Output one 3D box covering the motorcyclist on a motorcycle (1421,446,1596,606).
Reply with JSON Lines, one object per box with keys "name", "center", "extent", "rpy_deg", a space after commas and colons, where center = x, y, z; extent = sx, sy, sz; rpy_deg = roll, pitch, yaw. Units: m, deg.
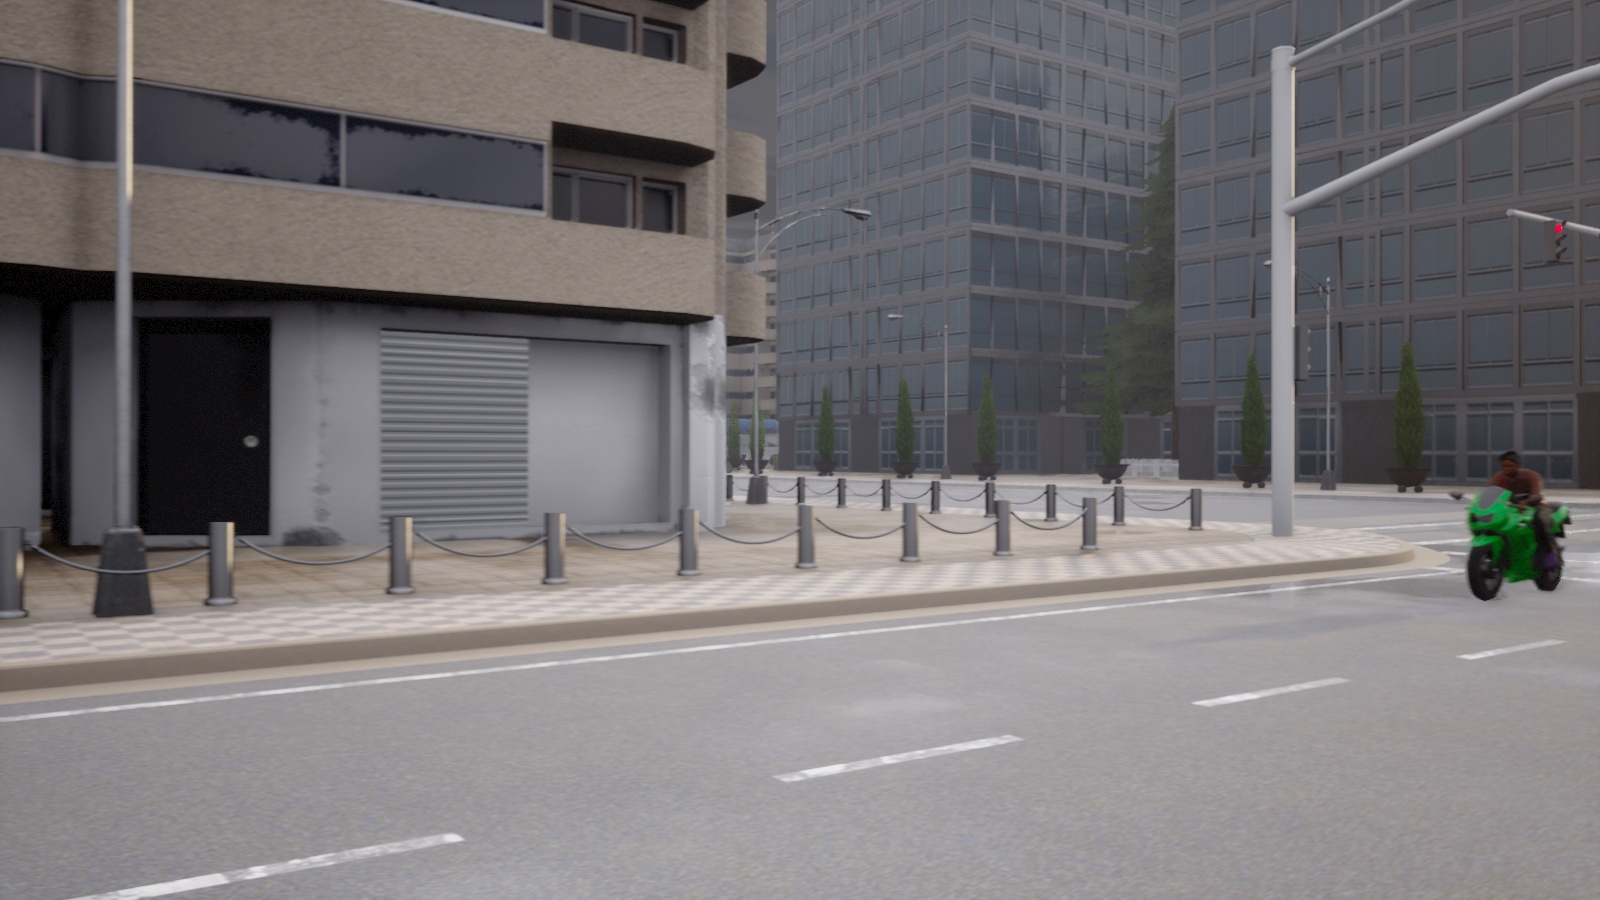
{"name": "motorcyclist on a motorcycle", "center": [7.327, 0.731, 12.957], "extent": [2.044, 1.523, 0.797], "rpy_deg": [0, -1, -37]}
